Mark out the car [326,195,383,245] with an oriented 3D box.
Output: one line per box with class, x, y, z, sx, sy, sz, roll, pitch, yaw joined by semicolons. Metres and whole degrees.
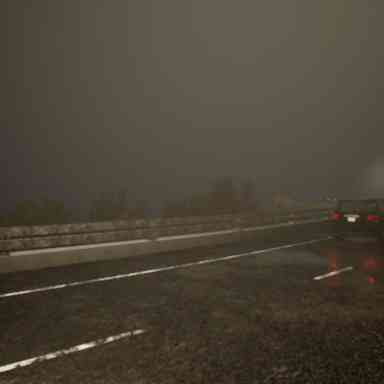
car;8.773;1.284;16.209;5.566;2.045;2.150;0;0;-45
